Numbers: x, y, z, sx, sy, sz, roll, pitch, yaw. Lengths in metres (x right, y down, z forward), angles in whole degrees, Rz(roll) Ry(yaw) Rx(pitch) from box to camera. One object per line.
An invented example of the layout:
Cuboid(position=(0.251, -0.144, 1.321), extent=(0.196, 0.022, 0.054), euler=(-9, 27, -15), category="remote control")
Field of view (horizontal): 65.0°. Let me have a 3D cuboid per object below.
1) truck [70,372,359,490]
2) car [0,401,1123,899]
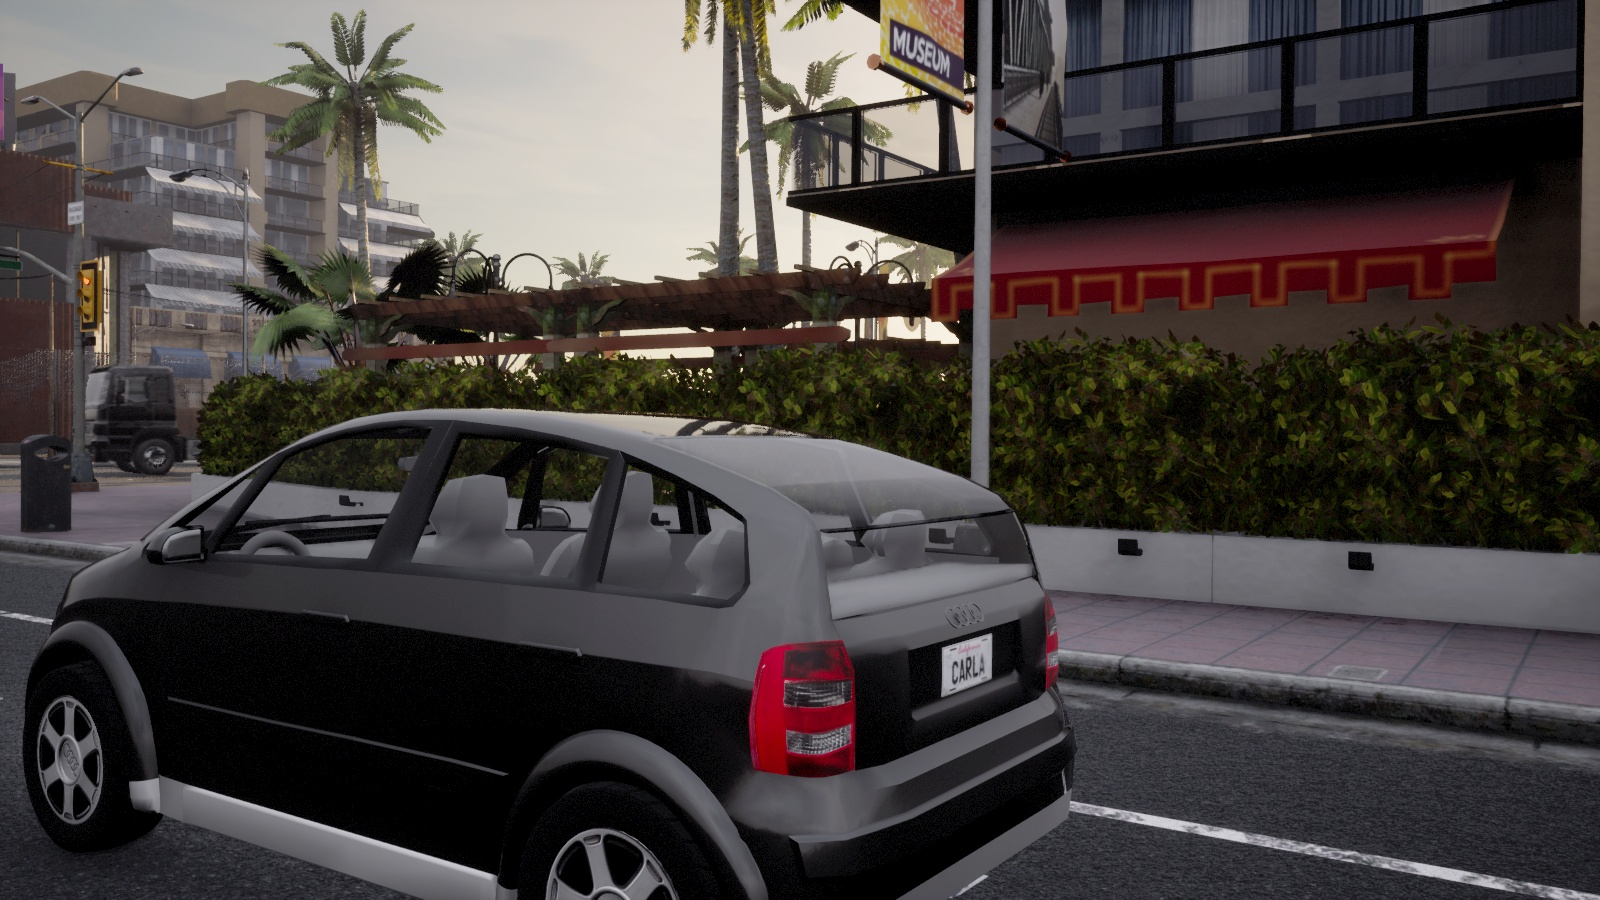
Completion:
Cuboid(position=(-18.771, -0.635, 40.633), extent=(7.936, 3.462, 2.891), euler=(-1, 1, -41), category="truck")
Cuboid(position=(-1.011, 0.661, 4.288), extent=(3.705, 1.549, 1.789), euler=(0, 1, 34), category="car")
